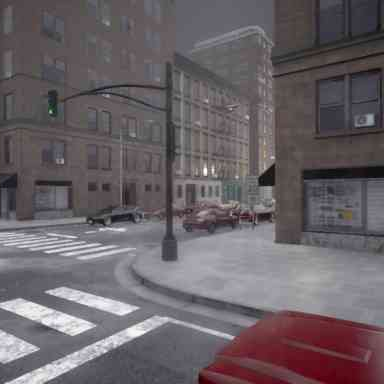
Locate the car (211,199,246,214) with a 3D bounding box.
[{"bbox_3d":[4.142,1.544,36.925,1.752,1.417,4.829,0,0,36],"label":"car"}]

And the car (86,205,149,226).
[{"bbox_3d":[-5.407,1.590,23.610,1.947,1.339,4.313,0,0,36],"label":"car"}]

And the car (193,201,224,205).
[{"bbox_3d":[1.025,1.565,32.579,1.887,1.381,4.507,0,0,36],"label":"car"}]

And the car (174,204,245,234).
[{"bbox_3d":[1.116,1.555,18.934,1.802,1.307,4.206,0,0,36],"label":"car"}]

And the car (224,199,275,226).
[{"bbox_3d":[4.331,1.411,23.419,1.967,1.590,4.097,0,0,36],"label":"car"}]

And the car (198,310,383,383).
[{"bbox_3d":[2.294,1.601,2.052,4.718,1.301,1.895,0,0,36],"label":"car"}]

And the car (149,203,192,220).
[{"bbox_3d":[-2.190,1.604,28.094,1.802,1.307,4.206,0,0,36],"label":"car"}]

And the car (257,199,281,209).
[{"bbox_3d":[10.673,1.601,46.031,1.802,1.307,4.206,0,0,36],"label":"car"}]

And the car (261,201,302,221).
[{"bbox_3d":[7.647,1.495,28.042,1.752,1.417,4.829,0,0,36],"label":"car"}]

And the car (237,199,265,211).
[{"bbox_3d":[7.457,1.600,41.547,1.802,1.307,4.206,0,0,36],"label":"car"}]
